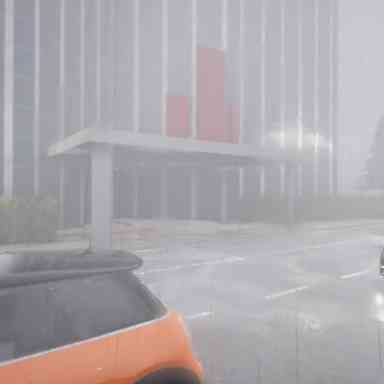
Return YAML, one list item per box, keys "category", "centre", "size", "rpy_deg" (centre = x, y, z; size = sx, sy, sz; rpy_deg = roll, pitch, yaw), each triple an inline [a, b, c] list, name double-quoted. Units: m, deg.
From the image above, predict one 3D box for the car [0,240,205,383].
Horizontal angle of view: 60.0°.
- category: "car"
  centre: [-2.162, 1.350, 2.447]
  size: [4.553, 1.767, 2.097]
  rpy_deg: [0, 0, -35]

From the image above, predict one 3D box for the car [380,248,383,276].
- category: "car"
  centre: [6.899, 1.549, 8.880]
  size: [4.902, 1.511, 2.128]
  rpy_deg: [0, 0, -35]
